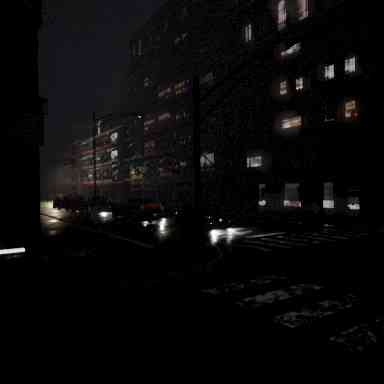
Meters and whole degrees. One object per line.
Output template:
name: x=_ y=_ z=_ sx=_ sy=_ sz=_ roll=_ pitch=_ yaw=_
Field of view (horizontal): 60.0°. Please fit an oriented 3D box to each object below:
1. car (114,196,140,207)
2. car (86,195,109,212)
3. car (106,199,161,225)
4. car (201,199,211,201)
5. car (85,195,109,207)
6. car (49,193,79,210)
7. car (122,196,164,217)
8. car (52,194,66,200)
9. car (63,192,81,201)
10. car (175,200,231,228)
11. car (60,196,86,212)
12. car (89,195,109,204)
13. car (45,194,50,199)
car: x=-9.025 y=1.266 z=45.964 sx=1.752 sy=1.417 sz=4.829 roll=-1 pitch=1 yaw=-35
car: x=-9.873 y=1.425 z=36.994 sx=1.994 sy=1.385 sz=4.181 roll=-1 pitch=1 yaw=-35
car: x=-4.373 y=1.509 z=24.201 sx=1.887 sy=1.381 sz=4.507 roll=-1 pitch=1 yaw=-35
car: x=0.820 y=1.359 z=31.844 sx=1.887 sy=1.381 sz=4.507 roll=-1 pitch=1 yaw=-35
car: x=-13.821 y=1.266 z=48.271 sx=1.837 sy=1.490 sz=4.892 roll=-1 pitch=1 yaw=-34
car: x=-15.829 y=1.312 z=41.072 sx=1.967 sy=1.590 sz=4.097 roll=-1 pitch=1 yaw=-35
car: x=-4.277 y=1.257 z=28.848 sx=2.097 sy=1.767 sz=4.553 roll=-1 pitch=1 yaw=-35
car: x=-31.479 y=1.124 z=78.592 sx=2.008 sy=1.369 sz=4.403 roll=-1 pitch=1 yaw=-35
car: x=-25.038 y=0.935 z=69.227 sx=2.192 sy=1.841 sz=5.009 roll=-1 pitch=1 yaw=-35
car: x=0.618 y=1.507 z=21.743 sx=1.994 sy=1.385 sz=4.181 roll=-1 pitch=1 yaw=-34
car: x=-12.607 y=1.448 z=36.392 sx=2.008 sy=1.369 sz=4.403 roll=-1 pitch=1 yaw=-35
car: x=-15.468 y=1.216 z=55.326 sx=1.752 sy=1.417 sz=4.829 roll=-1 pitch=1 yaw=-35
car: x=-34.797 y=1.075 z=83.413 sx=1.752 sy=1.417 sz=4.829 roll=-1 pitch=1 yaw=-35
